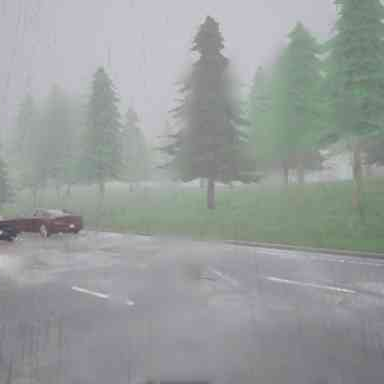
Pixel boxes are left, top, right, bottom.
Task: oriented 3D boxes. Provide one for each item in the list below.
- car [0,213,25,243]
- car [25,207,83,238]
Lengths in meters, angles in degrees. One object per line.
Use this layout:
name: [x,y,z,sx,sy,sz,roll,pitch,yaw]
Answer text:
car: [-10.229,1.605,15.759,5.008,1.535,1.882,0,0,37]
car: [-8.149,1.605,18.573,5.008,1.535,1.882,0,0,37]
